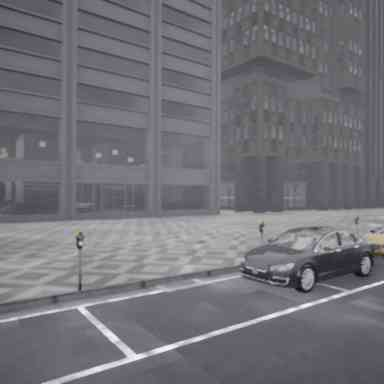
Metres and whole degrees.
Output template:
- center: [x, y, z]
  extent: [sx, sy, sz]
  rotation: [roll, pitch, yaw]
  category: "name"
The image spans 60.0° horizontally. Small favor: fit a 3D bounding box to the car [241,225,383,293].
- center: [3.240, 1.629, 8.961]
  extent: [4.403, 1.369, 2.008]
  rotation: [1, -1, -35]
  category: "car"
